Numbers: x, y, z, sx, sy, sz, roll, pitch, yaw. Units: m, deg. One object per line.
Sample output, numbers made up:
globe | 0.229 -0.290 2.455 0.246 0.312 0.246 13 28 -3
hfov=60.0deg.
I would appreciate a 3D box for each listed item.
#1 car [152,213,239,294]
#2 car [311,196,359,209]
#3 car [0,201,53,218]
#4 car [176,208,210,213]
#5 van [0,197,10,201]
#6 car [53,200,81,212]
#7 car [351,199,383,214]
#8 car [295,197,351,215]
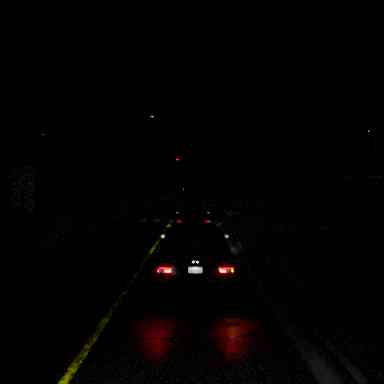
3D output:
car | 0.075 1.542 8.893 2.033 1.411 5.357 0 0 0
car | 16.629 1.232 38.805 4.829 1.417 1.752 -1 1 0
car | -15.366 1.727 30.259 4.206 1.307 1.802 -1 1 0
car | 0.050 1.549 18.119 1.994 1.385 4.181 0 0 0
van | -21.064 1.456 38.775 3.998 1.788 1.690 -1 1 0
car | -15.552 1.584 38.783 4.829 1.417 1.752 -1 1 0
car | 16.981 1.341 30.281 4.403 1.369 2.008 -1 1 0
car | 11.602 1.418 30.277 4.313 1.339 1.947 -1 1 0
